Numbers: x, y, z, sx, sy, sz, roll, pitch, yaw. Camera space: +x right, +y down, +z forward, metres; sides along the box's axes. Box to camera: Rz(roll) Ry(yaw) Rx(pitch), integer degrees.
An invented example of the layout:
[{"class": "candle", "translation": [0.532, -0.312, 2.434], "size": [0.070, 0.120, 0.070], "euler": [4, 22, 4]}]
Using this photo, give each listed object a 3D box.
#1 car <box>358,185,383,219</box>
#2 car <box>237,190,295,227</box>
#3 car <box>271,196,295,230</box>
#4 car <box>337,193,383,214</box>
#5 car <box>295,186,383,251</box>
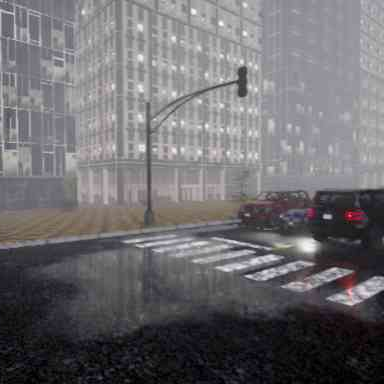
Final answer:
[{"class": "car", "translation": [13.572, 0.583, 22.492], "size": [5.566, 2.045, 2.150], "euler": [-2, 2, -40]}, {"class": "car", "translation": [4.727, 0.797, 18.433], "size": [5.009, 1.841, 2.192], "euler": [-1, 2, -40]}, {"class": "car", "translation": [6.093, 1.078, 16.186], "size": [4.674, 1.442, 1.812], "euler": [-2, 2, -42]}, {"class": "car", "translation": [13.178, 0.813, 25.564], "size": [4.507, 1.381, 1.887], "euler": [-1, 2, -40]}, {"class": "car", "translation": [6.667, 0.876, 12.813], "size": [5.566, 2.045, 2.150], "euler": [-1, 2, -38]}]
